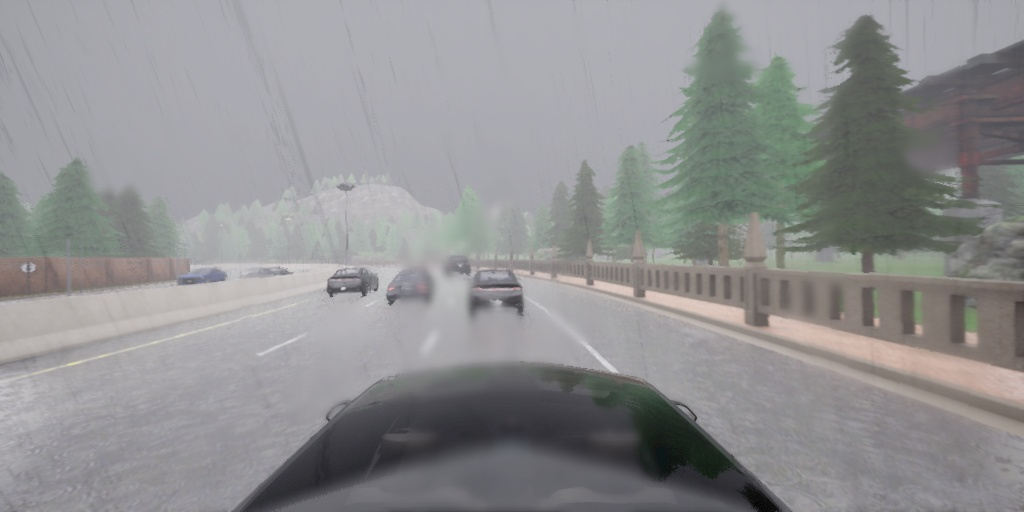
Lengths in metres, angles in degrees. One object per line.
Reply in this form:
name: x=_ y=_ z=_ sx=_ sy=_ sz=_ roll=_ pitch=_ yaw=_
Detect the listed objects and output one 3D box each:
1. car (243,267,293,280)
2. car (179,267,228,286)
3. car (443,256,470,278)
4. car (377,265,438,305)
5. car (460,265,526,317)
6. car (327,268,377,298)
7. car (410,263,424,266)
car: x=-17.343 y=1.570 z=25.778 sx=2.128 sy=1.511 sz=4.902 roll=-1 pitch=0 yaw=-16
car: x=-26.024 y=1.729 z=30.399 sx=1.882 sy=1.535 sz=5.008 roll=-1 pitch=0 yaw=-19
car: x=-5.586 y=1.042 z=35.973 sx=2.150 sy=2.045 sz=5.566 roll=-1 pitch=0 yaw=-18
car: x=-4.592 y=1.372 z=16.890 sx=2.033 sy=1.411 sz=5.357 roll=-1 pitch=0 yaw=-9
car: x=-0.663 y=1.240 z=13.217 sx=2.128 sy=1.511 sz=4.902 roll=-1 pitch=0 yaw=-6
car: x=-8.701 y=1.398 z=19.936 sx=2.128 sy=1.511 sz=4.902 roll=-1 pitch=0 yaw=-10
car: x=-9.937 y=1.434 z=37.677 sx=1.812 sy=1.442 sz=4.674 roll=-1 pitch=0 yaw=-20
